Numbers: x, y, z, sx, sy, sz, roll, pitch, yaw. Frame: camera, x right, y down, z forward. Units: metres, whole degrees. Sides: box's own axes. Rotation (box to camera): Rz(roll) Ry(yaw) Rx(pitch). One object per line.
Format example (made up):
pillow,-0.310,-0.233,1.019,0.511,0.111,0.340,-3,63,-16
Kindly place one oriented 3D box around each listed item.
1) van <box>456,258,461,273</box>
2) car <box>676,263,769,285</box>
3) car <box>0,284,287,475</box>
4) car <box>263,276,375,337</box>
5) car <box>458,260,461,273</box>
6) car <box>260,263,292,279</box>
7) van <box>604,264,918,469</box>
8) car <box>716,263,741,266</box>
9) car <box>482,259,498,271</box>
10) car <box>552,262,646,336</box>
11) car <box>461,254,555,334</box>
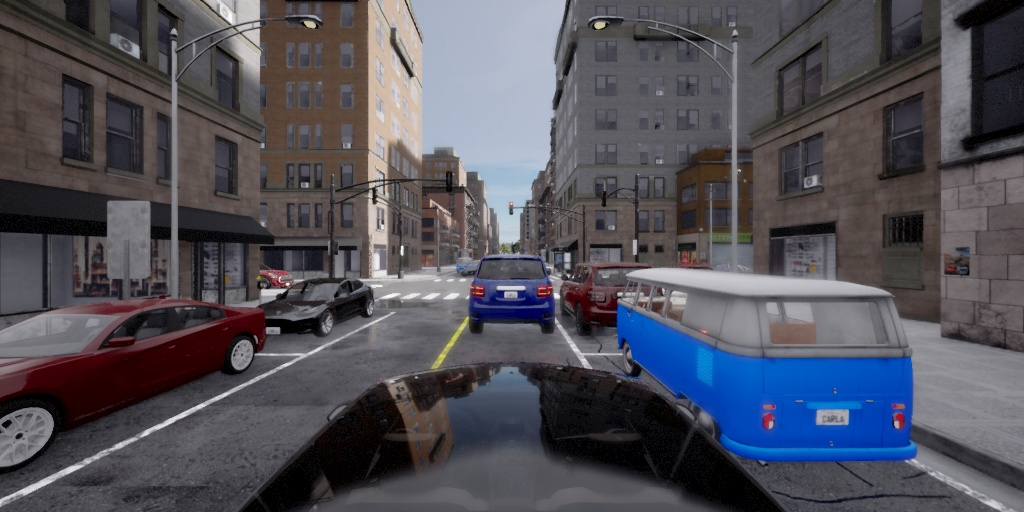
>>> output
van,-5.540,1.087,42.246,1.690,1.789,3.998,0,0,0
car,14.681,1.225,25.226,5.357,1.411,2.033,0,0,0
car,-5.392,1.295,4.771,1.888,1.381,4.507,0,0,0
car,-5.410,1.316,10.282,1.948,1.339,4.313,0,0,0
car,-3.265,1.311,33.103,1.994,1.385,4.181,0,0,7
car,-16.087,1.164,22.125,4.553,1.767,2.097,0,0,0
van,2.634,1.091,4.798,1.690,1.789,3.998,0,0,0
car,11.617,1.219,22.201,4.674,1.442,1.812,0,0,0
car,-3.006,1.249,49.757,1.837,1.490,4.892,0,0,0
car,2.615,1.065,10.310,2.192,1.841,5.009,0,0,0
car,0.035,0.971,10.811,2.150,2.045,5.566,0,0,1
